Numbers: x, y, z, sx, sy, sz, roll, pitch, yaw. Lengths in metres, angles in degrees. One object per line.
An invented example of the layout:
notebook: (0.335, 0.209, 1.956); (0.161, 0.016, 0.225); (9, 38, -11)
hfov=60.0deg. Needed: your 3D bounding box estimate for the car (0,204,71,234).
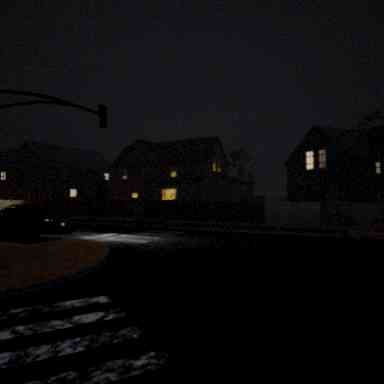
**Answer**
car: (-9.019, 1.441, 18.670); (4.902, 1.511, 2.128); (0, 0, 26)
